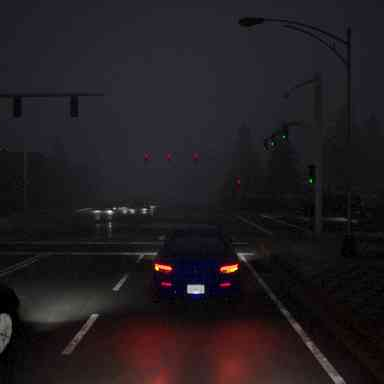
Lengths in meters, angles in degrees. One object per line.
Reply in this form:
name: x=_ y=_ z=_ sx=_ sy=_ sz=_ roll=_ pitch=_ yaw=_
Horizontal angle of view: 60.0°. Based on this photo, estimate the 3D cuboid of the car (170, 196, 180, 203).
car: x=-3.483 y=1.469 z=69.597 sx=1.882 sy=1.535 sz=5.008 roll=0 pitch=0 yaw=0

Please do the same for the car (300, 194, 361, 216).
car: x=13.062 y=1.218 z=31.107 sx=5.566 sy=2.045 sz=2.150 roll=0 pitch=0 yaw=0

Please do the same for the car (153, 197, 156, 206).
car: x=-7.136 y=1.498 z=55.495 sx=1.837 sy=1.490 sz=4.892 roll=0 pitch=0 yaw=0

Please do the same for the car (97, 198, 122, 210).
car: x=-10.645 y=1.521 z=42.293 sx=1.812 sy=1.442 sz=4.674 roll=0 pitch=0 yaw=0

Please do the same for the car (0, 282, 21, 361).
car: x=-3.442 y=1.505 z=2.954 sx=1.837 sy=1.490 sz=4.892 roll=0 pitch=0 yaw=0

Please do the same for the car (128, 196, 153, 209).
car: x=-7.149 y=1.347 z=46.353 sx=2.097 sy=1.767 sz=4.553 roll=0 pitch=0 yaw=0

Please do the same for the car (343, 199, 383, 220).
car: x=15.883 y=1.544 z=27.608 sx=5.357 sy=1.411 sz=2.033 roll=0 pitch=0 yaw=0

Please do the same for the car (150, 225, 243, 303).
car: x=0.130 y=1.525 z=8.088 sx=1.812 sy=1.442 sz=4.674 roll=0 pitch=0 yaw=2

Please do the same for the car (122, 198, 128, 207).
car: x=-10.648 y=1.595 z=51.392 sx=1.895 sy=1.301 sz=4.718 roll=0 pitch=0 yaw=0
